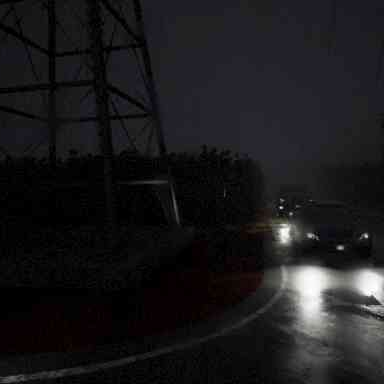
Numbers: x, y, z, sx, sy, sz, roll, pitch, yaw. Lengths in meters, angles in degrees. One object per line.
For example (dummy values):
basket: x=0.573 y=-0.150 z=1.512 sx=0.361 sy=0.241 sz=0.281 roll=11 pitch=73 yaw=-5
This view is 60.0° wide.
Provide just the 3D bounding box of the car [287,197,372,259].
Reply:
car: x=4.391 y=1.110 z=11.048 sx=1.812 sy=1.442 sz=4.674 roll=-1 pitch=2 yaw=12

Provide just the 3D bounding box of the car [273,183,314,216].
car: x=6.734 y=0.413 z=22.141 sx=2.150 sy=2.045 sz=5.566 roll=-1 pitch=1 yaw=12

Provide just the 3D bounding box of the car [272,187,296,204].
car: x=9.207 y=0.320 z=33.769 sx=2.033 sy=1.411 sz=5.357 roll=-1 pitch=2 yaw=12
